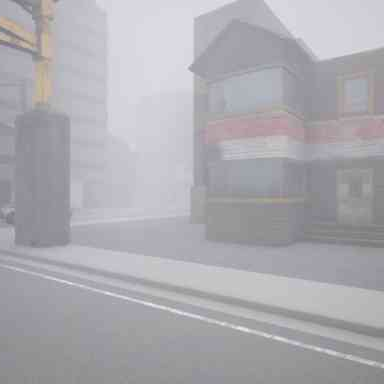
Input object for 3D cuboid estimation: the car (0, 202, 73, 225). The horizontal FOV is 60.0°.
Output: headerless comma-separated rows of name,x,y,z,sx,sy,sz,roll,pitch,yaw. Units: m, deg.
car,-10.705,1.453,23.515,2.038,1.542,4.974,0,0,16
